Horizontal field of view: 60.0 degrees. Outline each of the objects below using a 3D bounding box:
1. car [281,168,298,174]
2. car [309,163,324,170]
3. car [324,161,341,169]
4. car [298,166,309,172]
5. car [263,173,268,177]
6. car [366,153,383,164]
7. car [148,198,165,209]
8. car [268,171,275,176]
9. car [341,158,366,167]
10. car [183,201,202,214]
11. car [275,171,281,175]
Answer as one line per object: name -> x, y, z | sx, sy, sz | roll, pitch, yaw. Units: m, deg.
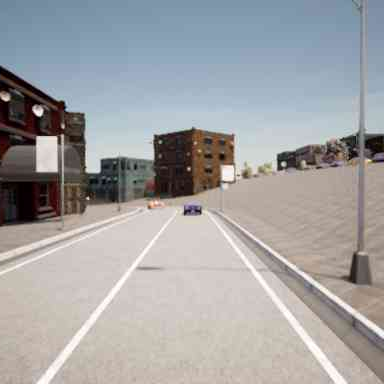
car -> 21.493, -4.375, 71.645 | 2.185, 1.767, 4.553 | 0, 1, -1
car -> 21.859, -4.022, 55.191 | 2.231, 1.521, 4.892 | 0, 1, -1
car -> 22.093, -3.880, 49.649 | 2.002, 1.452, 4.674 | 0, 1, -2
car -> 21.731, -4.106, 60.709 | 2.231, 1.521, 4.892 | 0, 1, -1
car -> 21.129, -4.583, 88.330 | 2.185, 1.767, 4.553 | 0, 1, -1
car -> 22.914, -3.831, 38.607 | 2.185, 1.767, 4.553 | 0, 1, -5
car -> -5.317, 1.612, 48.761 | 2.097, 1.767, 4.553 | 0, -1, -13
car -> 21.249, -4.517, 82.811 | 2.185, 1.767, 4.553 | 0, 1, -1
car -> 22.445, -3.813, 44.112 | 2.097, 1.535, 5.008 | 0, 1, -4
car -> 0.041, 1.637, 35.051 | 1.895, 1.301, 4.718 | 0, -1, -1
car -> 21.373, -4.279, 77.139 | 2.002, 1.452, 4.674 | 0, 1, -1
